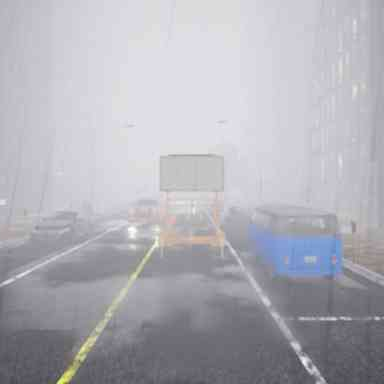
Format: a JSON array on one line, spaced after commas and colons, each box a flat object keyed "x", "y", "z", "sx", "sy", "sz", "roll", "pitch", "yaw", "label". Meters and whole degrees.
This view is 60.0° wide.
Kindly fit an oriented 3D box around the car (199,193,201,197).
[{"x": 2.693, "y": 1.200, "z": 54.934, "sx": 2.008, "sy": 1.369, "sz": 4.403, "roll": 0, "pitch": 0, "yaw": 0, "label": "car"}]

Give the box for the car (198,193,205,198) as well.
[{"x": 2.696, "y": 0.880, "z": 94.780, "sx": 1.887, "sy": 1.381, "sz": 4.507, "roll": 0, "pitch": 0, "yaw": 0, "label": "car"}]

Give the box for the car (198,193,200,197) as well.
[{"x": 2.694, "y": 1.003, "z": 66.318, "sx": 1.967, "sy": 1.590, "sz": 4.097, "roll": 0, "pitch": 0, "yaw": 0, "label": "car"}]

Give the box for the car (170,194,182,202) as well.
[{"x": -3.018, "y": 1.140, "z": 64.248, "sx": 1.994, "sy": 1.385, "sz": 4.181, "roll": 0, "pitch": 0, "yaw": 1, "label": "car"}]

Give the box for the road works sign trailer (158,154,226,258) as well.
[{"x": 0.001, "y": 0.387, "z": 12.408, "sx": 2.380, "sy": 3.560, "sz": 2.880, "roll": 0, "pitch": 0, "yaw": 0, "label": "road works sign trailer"}]

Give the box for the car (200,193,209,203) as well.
[{"x": 2.693, "y": 1.241, "z": 49.241, "sx": 2.008, "sy": 1.369, "sz": 4.403, "roll": 0, "pitch": 0, "yaw": 0, "label": "car"}]

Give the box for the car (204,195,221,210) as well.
[{"x": 2.692, "y": 1.348, "z": 37.857, "sx": 1.802, "sy": 1.307, "sz": 4.206, "roll": 0, "pitch": 0, "yaw": 0, "label": "car"}]

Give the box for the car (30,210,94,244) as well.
[{"x": -5.690, "y": 1.488, "z": 15.091, "sx": 1.802, "sy": 1.307, "sz": 4.206, "roll": 0, "pitch": 0, "yaw": 0, "label": "car"}]

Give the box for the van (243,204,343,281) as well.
[{"x": 2.691, "y": 1.282, "z": 9.394, "sx": 1.690, "sy": 1.788, "sz": 3.998, "roll": 0, "pitch": 0, "yaw": 0, "label": "van"}]

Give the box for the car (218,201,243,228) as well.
[{"x": 2.691, "y": 1.453, "z": 20.780, "sx": 1.802, "sy": 1.307, "sz": 4.206, "roll": 0, "pitch": 0, "yaw": 0, "label": "car"}]

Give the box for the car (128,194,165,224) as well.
[{"x": -3.098, "y": 1.207, "z": 23.334, "sx": 2.097, "sy": 1.767, "sz": 4.553, "roll": 0, "pitch": 0, "yaw": 0, "label": "car"}]

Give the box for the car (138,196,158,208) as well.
[{"x": -5.688, "y": 1.279, "z": 43.553, "sx": 2.008, "sy": 1.369, "sz": 4.403, "roll": 0, "pitch": 0, "yaw": 0, "label": "car"}]

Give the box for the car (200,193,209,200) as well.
[{"x": 2.694, "y": 0.959, "z": 72.010, "sx": 1.967, "sy": 1.590, "sz": 4.097, "roll": 0, "pitch": 0, "yaw": 0, "label": "car"}]
